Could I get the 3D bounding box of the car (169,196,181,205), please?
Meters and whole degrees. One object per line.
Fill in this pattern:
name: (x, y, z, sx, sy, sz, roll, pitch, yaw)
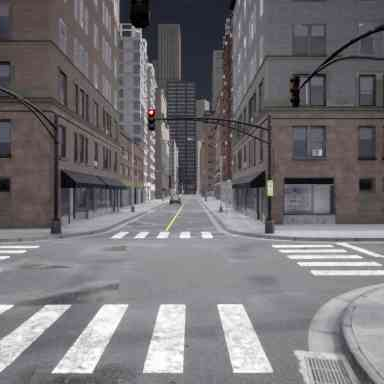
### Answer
car: (-2.979, 1.457, 59.658, 1.882, 1.535, 5.008, 0, 0, 0)
